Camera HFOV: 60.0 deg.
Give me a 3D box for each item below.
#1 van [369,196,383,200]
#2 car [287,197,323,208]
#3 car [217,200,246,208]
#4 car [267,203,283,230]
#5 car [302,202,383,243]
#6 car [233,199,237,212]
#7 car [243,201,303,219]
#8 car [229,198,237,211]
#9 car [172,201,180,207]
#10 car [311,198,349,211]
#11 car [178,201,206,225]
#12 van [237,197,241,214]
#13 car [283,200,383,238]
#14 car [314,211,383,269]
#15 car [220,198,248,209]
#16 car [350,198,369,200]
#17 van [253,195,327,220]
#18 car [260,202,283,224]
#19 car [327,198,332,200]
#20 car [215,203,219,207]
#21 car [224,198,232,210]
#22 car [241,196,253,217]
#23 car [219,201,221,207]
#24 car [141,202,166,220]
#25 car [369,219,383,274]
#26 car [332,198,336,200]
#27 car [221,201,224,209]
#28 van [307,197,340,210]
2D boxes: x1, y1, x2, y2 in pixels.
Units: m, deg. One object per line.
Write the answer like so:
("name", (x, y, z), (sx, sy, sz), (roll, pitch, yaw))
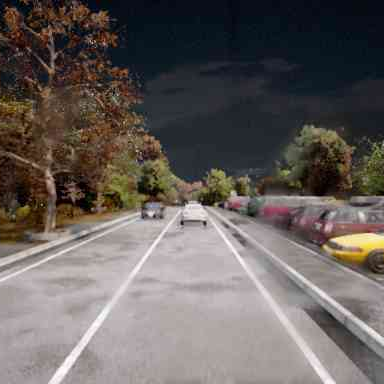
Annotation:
("van", (20.044, 1.396, 32.138), (4.442, 1.987, 1.878), (0, -1, 0))
("car", (20.246, 1.868, 59.832), (5.566, 2.045, 2.435), (0, -1, 0))
("car", (7.145, 2.126, 60.076), (5.008, 1.535, 2.097), (0, -1, 0))
("car", (7.048, 1.529, 18.462), (5.008, 1.535, 2.097), (0, 0, 0))
("car", (7.011, 1.395, 12.910), (4.553, 1.767, 2.185), (0, 0, 0))
("car", (7.090, 1.715, 35.097), (4.674, 1.452, 2.002), (0, -1, 0))
("car", (7.105, 1.606, 29.540), (4.792, 1.488, 2.163), (0, -1, 0))
("car", (7.063, 1.753, 37.875), (4.792, 1.488, 2.163), (0, -1, 0))
("car", (-3.177, 2.554, 71.089), (1.895, 1.301, 4.718), (0, -2, 0))
("car", (20.164, 1.790, 48.755), (4.553, 1.767, 2.185), (0, -1, 0))
("car", (0.110, 1.628, 25.186), (1.812, 1.442, 4.674), (0, -1, 0))
("van", (6.965, 1.400, 32.327), (4.442, 1.987, 1.878), (0, -1, 0))
("car", (7.016, 1.400, 15.686), (4.553, 1.767, 2.185), (0, 0, 0))
("car", (6.851, 1.513, 10.134), (5.366, 1.575, 1.946), (0, 0, 0))
("car", (7.164, 1.944, 57.302), (4.553, 1.767, 2.185), (0, -1, 0))
("car", (19.982, 1.668, 34.902), (5.366, 1.575, 1.946), (0, -1, 0))
("van", (6.948, 1.313, 24.015), (4.442, 1.987, 1.878), (0, 0, 0))
("car", (7.062, 1.574, 21.238), (4.674, 1.452, 2.002), (0, 0, 0))
("car", (20.179, 1.818, 43.212), (5.008, 1.535, 2.097), (0, -1, 0))
("car", (7.099, 1.767, 54.533), (5.566, 2.045, 2.435), (0, -1, 0))
("car", (7.110, 1.821, 43.425), (5.008, 1.535, 2.097), (0, -1, 0))
("car", (7.099, 1.291, 26.791), (5.566, 2.045, 2.435), (0, 0, 0))
("car", (7.151, 1.998, 51.752), (4.792, 1.488, 2.163), (0, -1, 0))
("car", (-3.335, 1.635, 29.360), (2.128, 1.511, 4.902), (0, -1, 0))
("car", (7.024, 1.513, 7.357), (4.892, 1.521, 2.231), (0, 0, 0))
("car", (20.172, 1.770, 40.442), (4.892, 1.521, 2.231), (0, -1, 0))
("car", (7.118, 1.960, 48.976), (4.674, 1.452, 2.002), (0, -1, 0))
("van", (20.318, 1.739, 51.525), (4.442, 1.987, 1.878), (0, -1, 0))
